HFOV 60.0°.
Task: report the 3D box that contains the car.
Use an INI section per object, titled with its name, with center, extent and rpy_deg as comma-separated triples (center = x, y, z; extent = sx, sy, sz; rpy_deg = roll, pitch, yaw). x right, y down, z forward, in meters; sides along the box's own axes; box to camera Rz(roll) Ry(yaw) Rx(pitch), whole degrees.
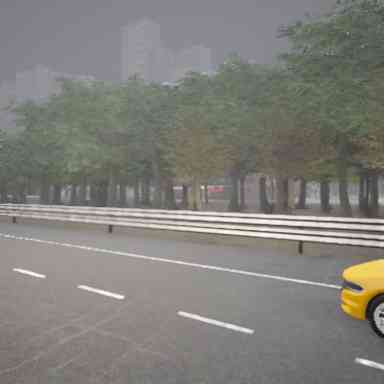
[car]
center = 4.836, 1.478, 4.718
extent = 5.008, 1.535, 1.882
rpy_deg = 0, 0, 35
